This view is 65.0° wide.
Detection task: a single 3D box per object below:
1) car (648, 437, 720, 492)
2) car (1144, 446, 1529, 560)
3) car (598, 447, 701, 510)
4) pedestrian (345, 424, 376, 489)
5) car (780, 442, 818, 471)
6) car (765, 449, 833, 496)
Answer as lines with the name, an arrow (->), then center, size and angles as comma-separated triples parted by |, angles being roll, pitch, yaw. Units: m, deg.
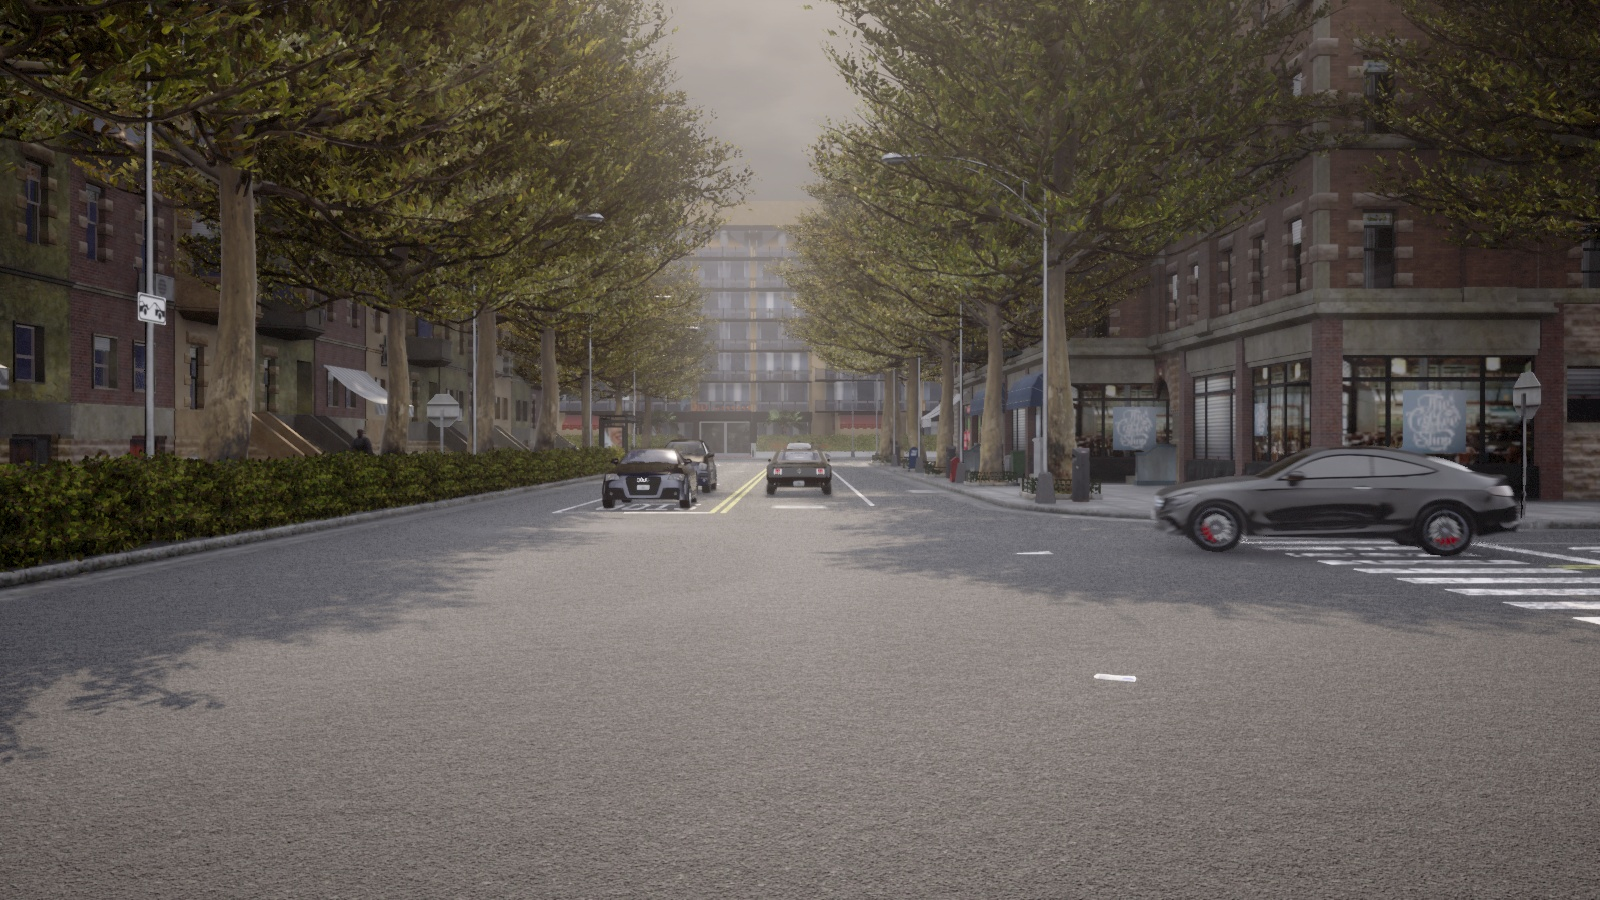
car -> -3.528, 0.422, 38.868 | 1.851, 1.617, 3.988 | 0, 0, 0
car -> 7.249, 0.679, 17.475 | 4.674, 1.442, 1.812 | 0, 0, 13
car -> -3.518, 0.638, 30.072 | 1.994, 1.385, 4.181 | 0, 0, 0
pedestrian -> -12.987, 0.183, 37.125 | 0.563, 1.883, 0.849 | 0, 0, 6
car -> -0.049, 0.314, 67.182 | 2.007, 1.525, 4.514 | 0, 0, 0
car -> -0.027, 0.634, 37.681 | 1.895, 1.301, 4.718 | 0, 0, 0
